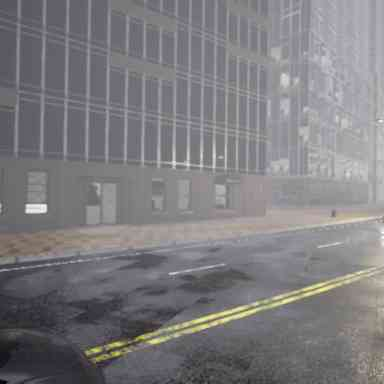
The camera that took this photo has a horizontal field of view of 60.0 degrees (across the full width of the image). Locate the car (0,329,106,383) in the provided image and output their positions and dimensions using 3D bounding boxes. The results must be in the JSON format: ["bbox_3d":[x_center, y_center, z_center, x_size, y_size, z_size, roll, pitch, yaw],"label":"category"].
[{"bbox_3d":[-2.804,1.497,1.513,4.902,1.511,2.128,0,0,-35],"label":"car"}]
